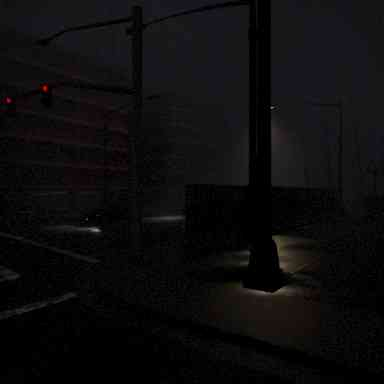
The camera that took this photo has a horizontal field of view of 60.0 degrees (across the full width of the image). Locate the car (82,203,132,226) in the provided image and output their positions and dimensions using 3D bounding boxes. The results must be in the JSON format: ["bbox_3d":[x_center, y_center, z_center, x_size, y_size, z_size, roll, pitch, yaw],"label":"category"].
[{"bbox_3d":[-5.616,1.525,23.898,1.812,1.442,4.674,0,0,35],"label":"car"}]

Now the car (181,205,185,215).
[{"bbox_3d":[0.863,1.491,33.157,2.128,1.511,4.902,0,0,35],"label":"car"}]
